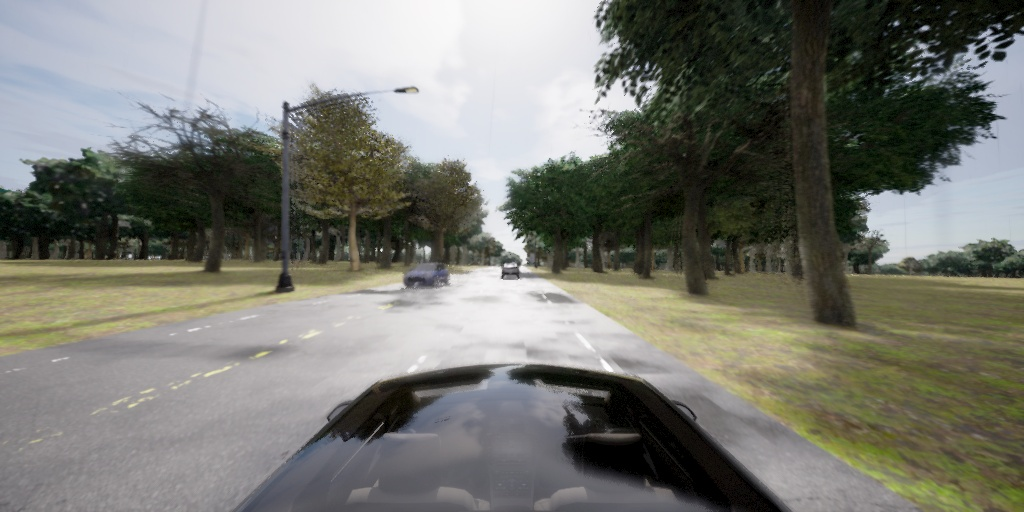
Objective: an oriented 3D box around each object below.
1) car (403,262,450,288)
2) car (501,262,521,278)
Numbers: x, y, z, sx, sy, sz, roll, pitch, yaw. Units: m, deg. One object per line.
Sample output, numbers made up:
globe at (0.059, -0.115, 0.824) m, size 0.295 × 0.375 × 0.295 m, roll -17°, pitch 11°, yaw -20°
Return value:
car at (-5.904, 1.253, 25.234) m, size 2.097 × 1.767 × 4.553 m, roll 0°, pitch 0°, yaw 6°
car at (-0.145, 1.505, 37.789) m, size 2.128 × 1.511 × 4.902 m, roll 0°, pitch 0°, yaw 0°
